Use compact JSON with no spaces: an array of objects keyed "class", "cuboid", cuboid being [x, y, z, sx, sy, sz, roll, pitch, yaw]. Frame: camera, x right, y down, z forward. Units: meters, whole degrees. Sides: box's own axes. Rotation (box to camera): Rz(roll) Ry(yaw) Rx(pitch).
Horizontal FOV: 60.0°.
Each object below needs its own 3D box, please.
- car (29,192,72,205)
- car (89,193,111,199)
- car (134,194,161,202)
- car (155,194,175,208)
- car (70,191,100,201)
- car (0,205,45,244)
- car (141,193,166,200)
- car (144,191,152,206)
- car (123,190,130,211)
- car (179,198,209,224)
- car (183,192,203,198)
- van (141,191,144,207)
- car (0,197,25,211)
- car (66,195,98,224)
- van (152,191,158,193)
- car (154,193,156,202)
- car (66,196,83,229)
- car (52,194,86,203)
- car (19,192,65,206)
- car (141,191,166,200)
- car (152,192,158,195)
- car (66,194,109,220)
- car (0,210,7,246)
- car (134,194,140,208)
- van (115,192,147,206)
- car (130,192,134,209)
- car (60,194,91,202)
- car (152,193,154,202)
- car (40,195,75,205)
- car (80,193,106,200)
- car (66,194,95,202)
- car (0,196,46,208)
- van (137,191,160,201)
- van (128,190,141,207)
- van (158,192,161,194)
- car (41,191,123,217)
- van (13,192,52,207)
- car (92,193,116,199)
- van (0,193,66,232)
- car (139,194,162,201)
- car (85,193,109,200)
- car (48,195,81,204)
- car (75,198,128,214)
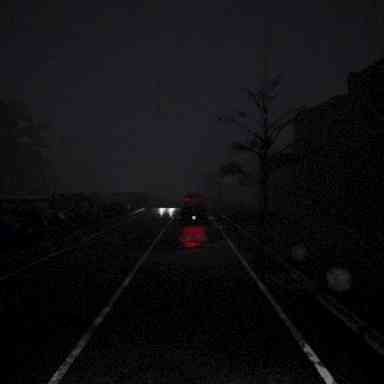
[{"class":"car","cuboid":[-21.947,1.009,51.778,5.566,2.045,2.435,0,0,0]},{"class":"car","cuboid":[-22.014,1.002,79.541,4.792,1.488,2.163,0,1,0]},{"class":"car","cuboid":[-8.896,1.126,66.427,5.008,1.535,2.097,0,1,0]},{"class":"car","cuboid":[-3.287,1.362,44.070,1.994,1.385,4.181,0,0,0]},{"class":"car","cuboid":[-21.953,0.853,68.436,5.566,2.045,2.435,0,1,0]},{"class":"car","cuboid":[-8.878,1.418,13.156,5.008,1.535,2.097,0,0,0]},{"class":"car","cuboid":[-8.718,1.023,74.836,5.366,1.575,1.946,0,1,0]},{"class":"car","cuboid":[-8.867,1.032,46.795,5.566,2.045,2.435,0,0,0]},{"class":"car","cuboid":[-8.861,1.099,29.974,5.566,2.045,2.435,0,0,0]},{"class":"car","cuboid":[0.126,1.402,23.934,1.837,1.490,4.892,0,0,0]},{"class":"car","cuboid":[0.140,1.041,40.888,2.150,2.045,5.566,0,1,0]},{"class":"van","cuboid":[-9.010,1.069,43.991,4.442,1.987,1.878,0,0,0]},{"class":"car","cuboid":[-21.943,1.351,37.901,4.792,1.488,2.163,0,0,0]},{"class":"car","cuboid":[-8.855,1.258,21.565,4.553,1.767,2.185,0,0,0]},{"class":"van","cuboid":[-9.016,0.960,60.816,4.442,1.987,1.878,0,1,0]},{"class":"car","cuboid":[-8.895,1.276,55.208,4.674,1.452,2.002,0,0,0]},{"class":"car","cuboid":[-8.917,1.270,18.762,4.553,1.767,2.185,0,0,0]},{"class":"car","cuboid":[-22.163,1.192,60.109,5.366,1.575,1.946,0,1,0]},{"class":"car","cuboid":[-22.004,1.025,49.002,5.566,2.045,2.435,0,0,0]},{"class":"car","cuboid":[-8.876,0.742,77.636,5.566,2.045,2.435,0,1,0]},{"class":"car","cuboid":[-8.927,1.244,58.016,4.792,1.488,2.163,0,1,0]},{"class":"car","cuboid":[-8.856,1.247,24.368,4.553,1.767,2.185,0,0,0]},{"class":"car","cuboid":[-8.854,1.458,10.353,4.792,1.488,2.163,0,0,0]},{"class":"car","cuboid":[-8.886,1.318,38.385,4.892,1.521,2.231,0,0,0]},{"class":"van","cuboid":[-9.012,1.046,49.595,4.442,1.987,1.878,0,0,0]},{"class":"car","cuboid":[-8.922,1.202,35.582,4.553,1.767,2.185,0,0,0]},{"class":"car","cuboid":[-21.974,1.167,62.887,5.008,1.535,2.097,0,1,0]},{"class":"car","cuboid":[-8.903,1.255,52.404,4.892,1.521,2.231,0,0,0]},{"class":"car","cuboid":[-22.005,1.272,54.555,4.792,1.488,2.163,0,0,0]},{"class":"car","cuboid":[-21.988,1.038,73.990,5.008,1.535,2.097,0,1,0]},{"class":"car","cuboid":[-21.974,1.138,65.664,4.892,1.521,2.231,0,1,0]},{"class":"car","cuboid":[-22.159,1.296,43.452,5.366,1.575,1.946,0,0,0]},{"class":"van","cuboid":[-9.019,0.867,69.227,4.442,1.987,1.878,0,1,0]},{"class":"van","cuboid":[-9.009,1.080,41.188,4.442,1.987,1.878,0,0,0]},{"class":"van","cuboid":[-8.783,0.932,63.617,4.442,1.987,1.878,0,1,0]},{"class":"car","cuboid":[-8.860,1.110,27.171,5.566,2.045,2.435,0,0,0]},{"class":"van","cuboid":[-22.091,1.062,46.225,4.442,1.987,1.878,0,0,0]},{"class":"car","cuboid":[-21.800,0.937,82.315,5.366,1.575,1.946,0,1,0]},{"class":"van","cuboid":[-8.768,1.181,15.958,4.442,1.987,1.878,0,0,0]},{"class":"car","cuboid":[-8.905,1.099,72.033,4.674,1.452,2.002,0,1,0]},{"class":"car","cuboid":[-21.990,1.007,76.766,4.892,1.521,2.231,0,1,0]},{"class":"car","cuboid":[-21.948,1.253,57.338,4.792,1.488,2.163,0,0,0]},{"class":"car","cuboid":[-8.887,1.379,32.779,4.674,1.452,2.002,0,0,0]}]
